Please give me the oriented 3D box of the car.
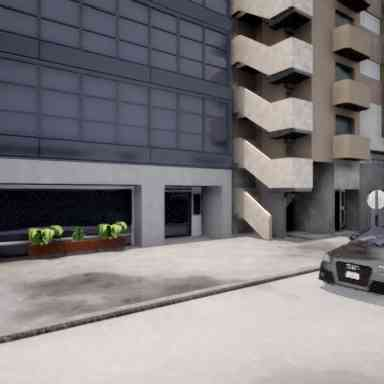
[{"bbox_3d":[4.996,1.563,8.120,4.181,1.385,1.994,0,0,-35],"label":"car"}]
